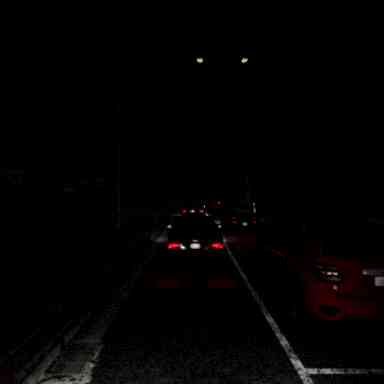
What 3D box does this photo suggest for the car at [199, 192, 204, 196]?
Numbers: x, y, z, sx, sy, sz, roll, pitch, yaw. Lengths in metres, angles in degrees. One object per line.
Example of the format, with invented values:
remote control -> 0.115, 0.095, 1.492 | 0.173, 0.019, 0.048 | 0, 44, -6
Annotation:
car -> 2.680, 1.179, 57.013 | 1.947, 1.339, 4.313 | 2, 1, 0

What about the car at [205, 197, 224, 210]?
car -> 2.673, 1.343, 40.345 | 1.887, 1.381, 4.507 | 2, 1, 0

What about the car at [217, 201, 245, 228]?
car -> 2.756, 1.478, 19.644 | 1.812, 1.442, 4.674 | 0, 0, 0

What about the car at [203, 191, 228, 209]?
car -> 2.677, 1.162, 34.786 | 2.192, 1.841, 5.009 | 2, 0, 0

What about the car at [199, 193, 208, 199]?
car -> 2.685, 0.932, 79.226 | 1.802, 1.307, 4.206 | 2, 1, 0

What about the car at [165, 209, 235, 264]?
car -> 0.086, 1.536, 11.667 | 2.033, 1.411, 5.357 | 0, 0, 0

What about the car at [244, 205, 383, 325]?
car -> 2.663, 1.316, 6.993 | 2.192, 1.841, 5.009 | 1, 0, 0

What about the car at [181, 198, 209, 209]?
car -> 0.090, 1.452, 27.157 | 2.033, 1.411, 5.357 | 0, 0, 0

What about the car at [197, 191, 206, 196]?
car -> 2.691, 0.793, 68.117 | 2.192, 1.841, 5.009 | 2, 1, 0

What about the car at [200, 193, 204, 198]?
car -> 2.678, 1.245, 51.457 | 1.947, 1.339, 4.313 | 2, 1, 0
